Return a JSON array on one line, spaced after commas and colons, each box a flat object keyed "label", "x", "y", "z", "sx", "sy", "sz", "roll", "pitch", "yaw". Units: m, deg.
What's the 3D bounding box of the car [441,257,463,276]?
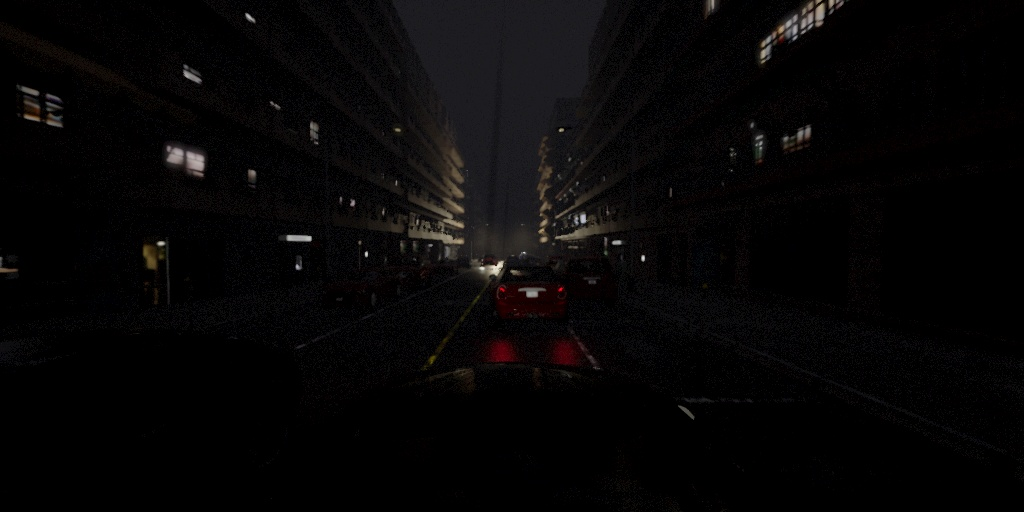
[{"label": "car", "x": -5.693, "y": 0.932, "z": 31.091, "sx": 1.888, "sy": 1.381, "sz": 4.507, "roll": 0, "pitch": 0, "yaw": 0}]

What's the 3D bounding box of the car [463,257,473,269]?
[{"label": "car", "x": -5.694, "y": 0.808, "z": 42.421, "sx": 1.948, "sy": 1.339, "sz": 4.313, "roll": 0, "pitch": 0, "yaw": 0}]

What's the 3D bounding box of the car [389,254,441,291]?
[{"label": "car", "x": -5.693, "y": 0.844, "z": 19.762, "sx": 2.192, "sy": 1.841, "sz": 5.009, "roll": 0, "pitch": 0, "yaw": 0}]

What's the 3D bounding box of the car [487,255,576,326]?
[{"label": "car", "x": 0.366, "y": 0.984, "z": 11.429, "sx": 2.097, "sy": 1.767, "sz": 4.553, "roll": 0, "pitch": 1, "yaw": -4}]

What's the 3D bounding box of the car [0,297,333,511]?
[{"label": "car", "x": -3.100, "y": 1.272, "z": 1.990, "sx": 1.812, "sy": 1.442, "sz": 4.674, "roll": 0, "pitch": 1, "yaw": 0}]

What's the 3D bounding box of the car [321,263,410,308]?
[{"label": "car", "x": -5.693, "y": 1.144, "z": 14.099, "sx": 1.888, "sy": 1.381, "sz": 4.507, "roll": 0, "pitch": 0, "yaw": 0}]

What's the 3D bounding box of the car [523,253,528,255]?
[{"label": "car", "x": 2.688, "y": 0.661, "z": 53.807, "sx": 1.948, "sy": 1.339, "sz": 4.313, "roll": 0, "pitch": 0, "yaw": 0}]

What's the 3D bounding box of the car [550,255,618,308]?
[{"label": "car", "x": 2.655, "y": 0.913, "z": 14.158, "sx": 2.192, "sy": 1.841, "sz": 5.009, "roll": 0, "pitch": 0, "yaw": 0}]

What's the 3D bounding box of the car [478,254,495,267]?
[{"label": "car", "x": -3.003, "y": 0.524, "z": 48.401, "sx": 2.097, "sy": 1.767, "sz": 4.553, "roll": 0, "pitch": 1, "yaw": 0}]
